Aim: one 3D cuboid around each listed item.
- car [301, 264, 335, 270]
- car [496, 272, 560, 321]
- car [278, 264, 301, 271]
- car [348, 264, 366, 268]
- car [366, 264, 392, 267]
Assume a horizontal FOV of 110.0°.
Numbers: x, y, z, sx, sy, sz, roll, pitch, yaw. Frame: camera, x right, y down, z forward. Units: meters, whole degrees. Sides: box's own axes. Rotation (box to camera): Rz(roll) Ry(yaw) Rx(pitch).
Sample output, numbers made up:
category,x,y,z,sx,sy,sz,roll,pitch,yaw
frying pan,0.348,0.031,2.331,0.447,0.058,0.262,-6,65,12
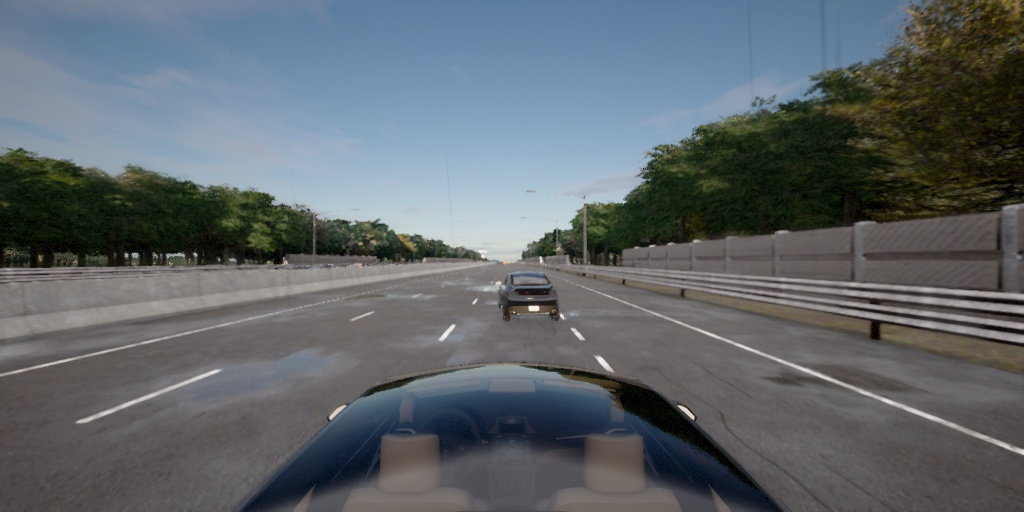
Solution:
category,x,y,z,sx,sy,sz,roll,pitch,yaw
car,-24.582,1.810,46.255,1.837,1.490,4.892,0,-1,0
car,0.498,1.334,13.144,1.837,1.490,4.892,-1,0,-4
car,-28.081,1.796,46.211,2.128,1.511,4.902,0,-1,0
car,-21.068,1.823,48.866,1.882,1.535,5.008,0,-1,0
car,-17.570,1.838,48.966,2.128,1.511,4.902,0,-1,0
